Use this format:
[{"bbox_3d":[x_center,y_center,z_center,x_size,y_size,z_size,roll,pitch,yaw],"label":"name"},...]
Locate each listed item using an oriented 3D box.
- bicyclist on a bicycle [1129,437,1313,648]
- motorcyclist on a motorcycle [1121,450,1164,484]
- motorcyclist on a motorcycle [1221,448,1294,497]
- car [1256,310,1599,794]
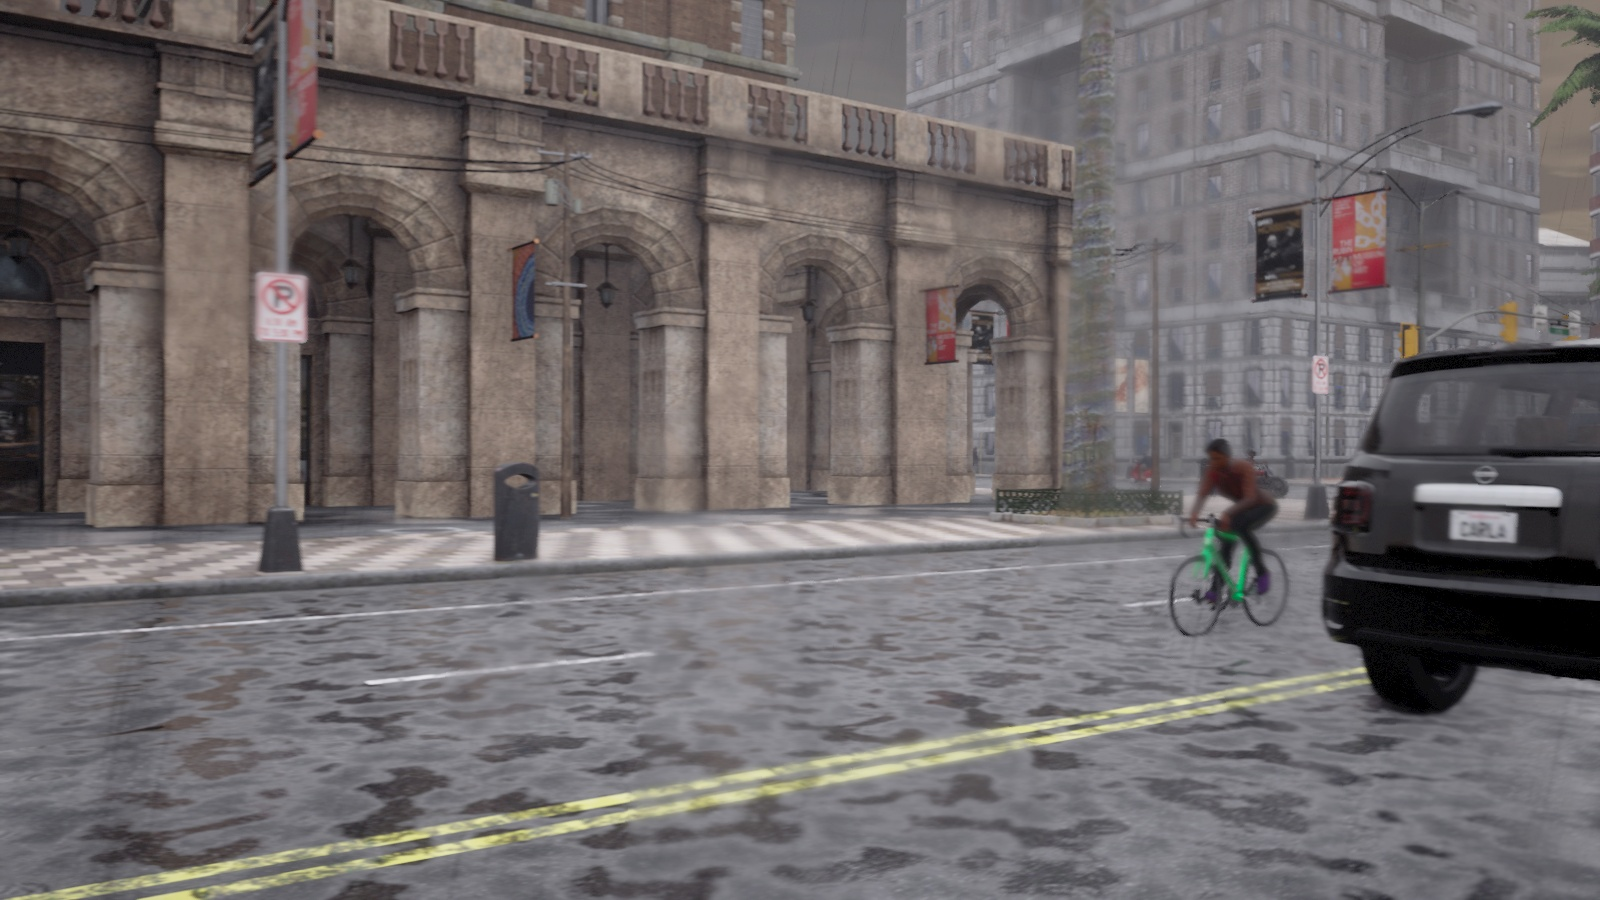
[{"bbox_3d":[3.532,0.717,10.486,1.656,1.620,0.582,-1,0,-36],"label":"bicyclist on a bicycle"},{"bbox_3d":[16.543,0.813,60.650,0.866,1.590,1.817,0,-1,-36],"label":"motorcyclist on a motorcycle"},{"bbox_3d":[15.826,0.769,43.502,0.766,1.649,2.350,0,0,-35],"label":"motorcyclist on a motorcycle"},{"bbox_3d":[5.325,0.465,7.391,5.566,2.045,2.150,1,-1,-35],"label":"car"}]
